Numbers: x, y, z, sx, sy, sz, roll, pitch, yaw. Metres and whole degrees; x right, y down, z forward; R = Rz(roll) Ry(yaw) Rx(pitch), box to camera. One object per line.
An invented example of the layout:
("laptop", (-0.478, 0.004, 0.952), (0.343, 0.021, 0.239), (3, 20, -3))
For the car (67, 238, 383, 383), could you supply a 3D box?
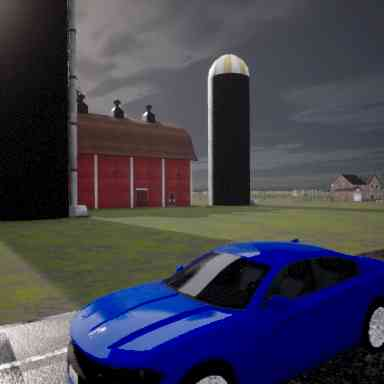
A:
("car", (0.916, 1.477, 4.607), (5.008, 1.535, 1.882), (0, 0, -35))
